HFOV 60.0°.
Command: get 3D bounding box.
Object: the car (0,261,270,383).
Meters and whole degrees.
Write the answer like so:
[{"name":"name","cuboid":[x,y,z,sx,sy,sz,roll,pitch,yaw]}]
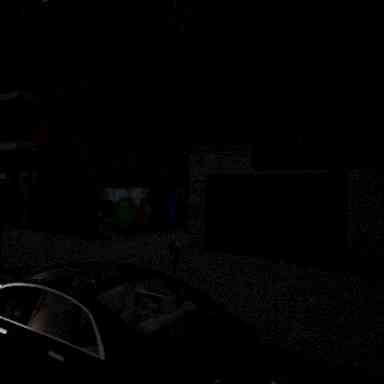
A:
[{"name":"car","cuboid":[-1.334,1.499,3.800,4.403,1.369,2.008,1,1,36]}]
